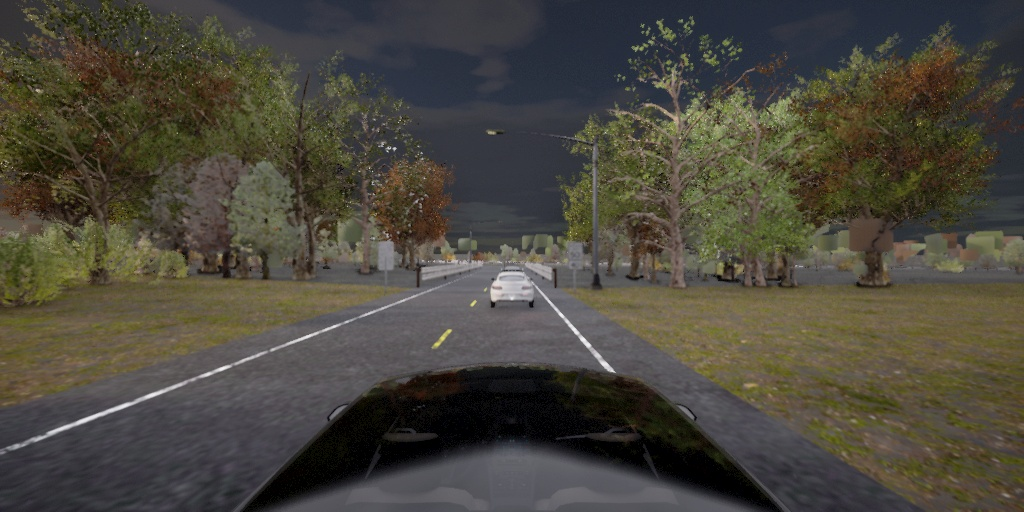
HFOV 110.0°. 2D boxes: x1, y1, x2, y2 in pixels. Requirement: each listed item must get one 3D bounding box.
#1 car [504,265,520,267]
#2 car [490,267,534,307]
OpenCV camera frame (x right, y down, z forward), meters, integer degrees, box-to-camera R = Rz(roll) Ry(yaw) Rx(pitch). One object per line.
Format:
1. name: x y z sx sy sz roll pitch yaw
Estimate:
1. car: 0.024 1.514 31.303 1.882 1.535 5.008 0 0 0
2. car: 0.014 1.416 16.249 1.812 1.442 4.674 0 0 0
